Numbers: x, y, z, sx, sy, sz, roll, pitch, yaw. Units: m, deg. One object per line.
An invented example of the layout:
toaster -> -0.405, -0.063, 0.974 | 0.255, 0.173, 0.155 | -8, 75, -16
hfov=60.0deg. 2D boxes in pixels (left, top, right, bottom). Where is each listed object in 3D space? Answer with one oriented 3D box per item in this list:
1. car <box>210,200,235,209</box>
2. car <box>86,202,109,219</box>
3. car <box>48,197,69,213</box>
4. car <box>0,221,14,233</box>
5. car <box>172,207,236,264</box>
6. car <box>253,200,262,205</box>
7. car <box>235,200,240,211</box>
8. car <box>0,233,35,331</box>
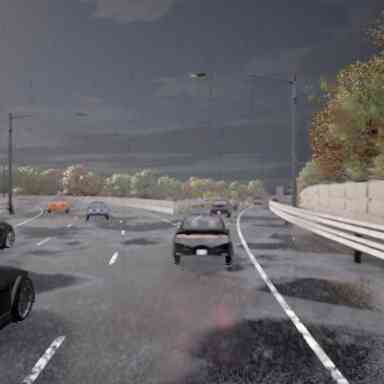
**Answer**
car -> 2.796, 1.525, 31.529 | 1.837, 1.490, 4.892 | 0, 0, 10
car -> -8.418, 1.579, 29.568 | 2.033, 1.411, 5.357 | 0, 0, -17
car -> -15.414, 1.397, 38.384 | 2.097, 1.767, 4.553 | 0, 0, -23
car -> -8.062, 1.369, 11.618 | 2.097, 1.767, 4.553 | 0, 0, -7
car -> 0.415, 1.500, 11.865 | 2.128, 1.511, 4.902 | 0, 0, 3
car -> 16.516, 2.816, 83.720 | 1.882, 1.535, 5.008 | 0, -4, 17
car -> 4.653, 1.626, 40.278 | 1.895, 1.301, 4.718 | 0, 0, 13
car -> -3.828, 1.571, 4.538 | 1.994, 1.385, 4.181 | 0, 0, -4
